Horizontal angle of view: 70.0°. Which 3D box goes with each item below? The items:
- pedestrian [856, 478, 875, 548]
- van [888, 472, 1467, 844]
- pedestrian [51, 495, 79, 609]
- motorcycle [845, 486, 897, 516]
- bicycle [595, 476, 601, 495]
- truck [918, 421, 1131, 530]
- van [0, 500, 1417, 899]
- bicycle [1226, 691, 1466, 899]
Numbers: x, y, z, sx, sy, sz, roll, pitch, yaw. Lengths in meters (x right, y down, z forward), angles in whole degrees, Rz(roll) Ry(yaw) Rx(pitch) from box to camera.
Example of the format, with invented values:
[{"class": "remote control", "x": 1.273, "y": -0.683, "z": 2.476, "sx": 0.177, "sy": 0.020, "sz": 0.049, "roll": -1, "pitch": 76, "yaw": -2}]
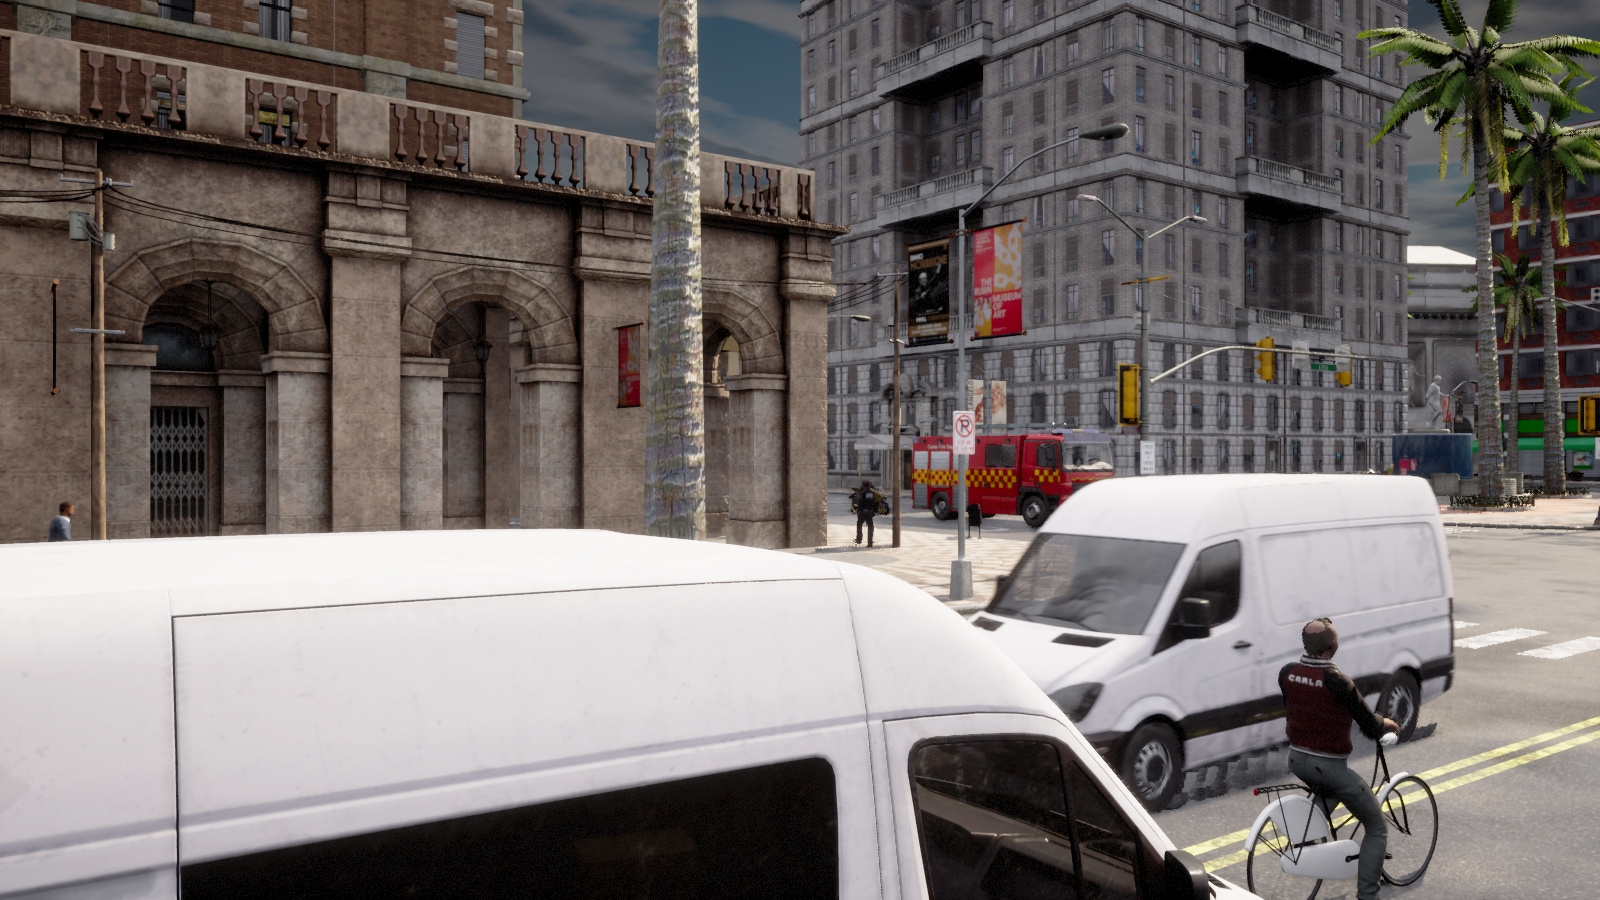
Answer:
[{"class": "pedestrian", "x": 1.752, "y": 1.696, "z": 30.766, "sx": 0.375, "sy": 1.860, "sz": 0.375, "roll": 0, "pitch": 0, "yaw": -27}, {"class": "van", "x": 3.751, "y": 1.534, "z": 10.677, "sx": 5.915, "sy": 2.561, "sz": 1.988, "roll": 0, "pitch": 0, "yaw": -35}, {"class": "pedestrian", "x": -12.322, "y": 1.696, "z": 19.153, "sx": 0.375, "sy": 1.860, "sz": 0.375, "roll": 0, "pitch": 0, "yaw": -35}, {"class": "motorcycle", "x": 3.065, "y": 2.205, "z": 49.743, "sx": 2.209, "sy": 1.251, "sz": 0.867, "roll": 0, "pitch": 0, "yaw": 44}, {"class": "bicycle", "x": -12.612, "y": 2.210, "z": 71.312, "sx": 0.329, "sy": 1.171, "sz": 1.835, "roll": 0, "pitch": 0, "yaw": -13}, {"class": "truck", "x": 8.452, "y": 0.890, "z": 44.320, "sx": 2.891, "sy": 3.827, "sz": 8.468, "roll": 0, "pitch": 0, "yaw": -35}, {"class": "van", "x": -0.760, "y": 1.534, "z": 3.254, "sx": 5.915, "sy": 2.561, "sz": 1.988, "roll": 0, "pitch": 0, "yaw": -35}, {"class": "bicycle", "x": 3.417, "y": 2.210, "z": 7.085, "sx": 1.835, "sy": 1.171, "sz": 0.329, "roll": 0, "pitch": 0, "yaw": -29}]
